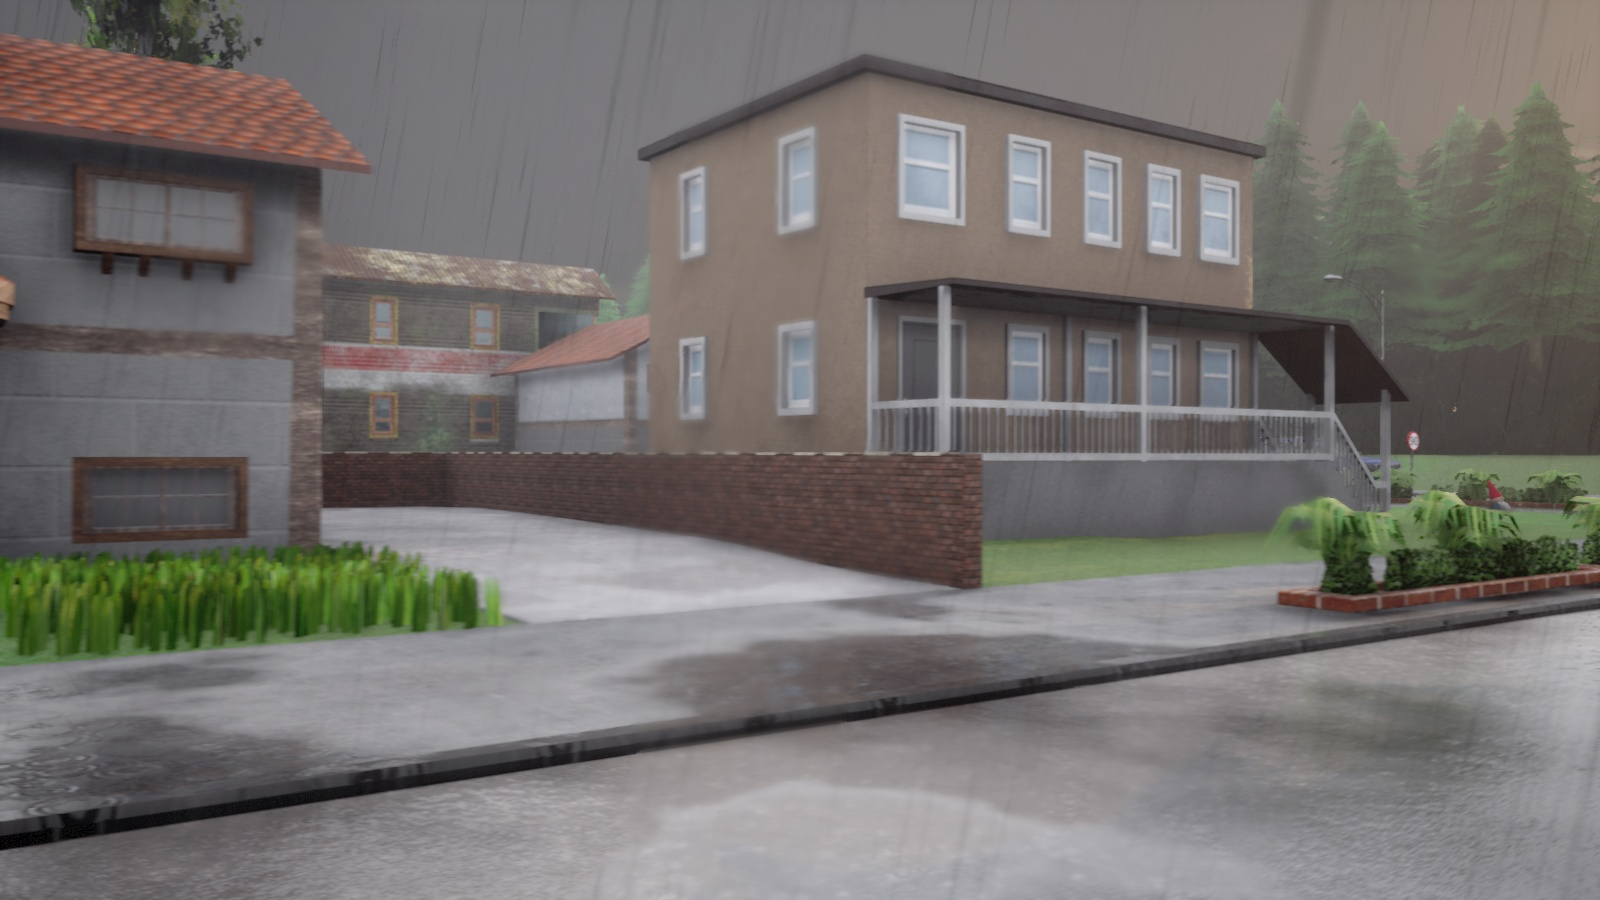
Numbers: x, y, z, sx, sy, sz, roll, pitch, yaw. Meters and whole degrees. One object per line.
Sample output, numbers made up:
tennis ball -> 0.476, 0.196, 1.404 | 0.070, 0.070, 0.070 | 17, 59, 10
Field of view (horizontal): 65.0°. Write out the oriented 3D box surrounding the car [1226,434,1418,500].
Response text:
car -> 17.089, 0.529, 41.417 | 2.150, 2.045, 5.566 | 0, 0, -35
